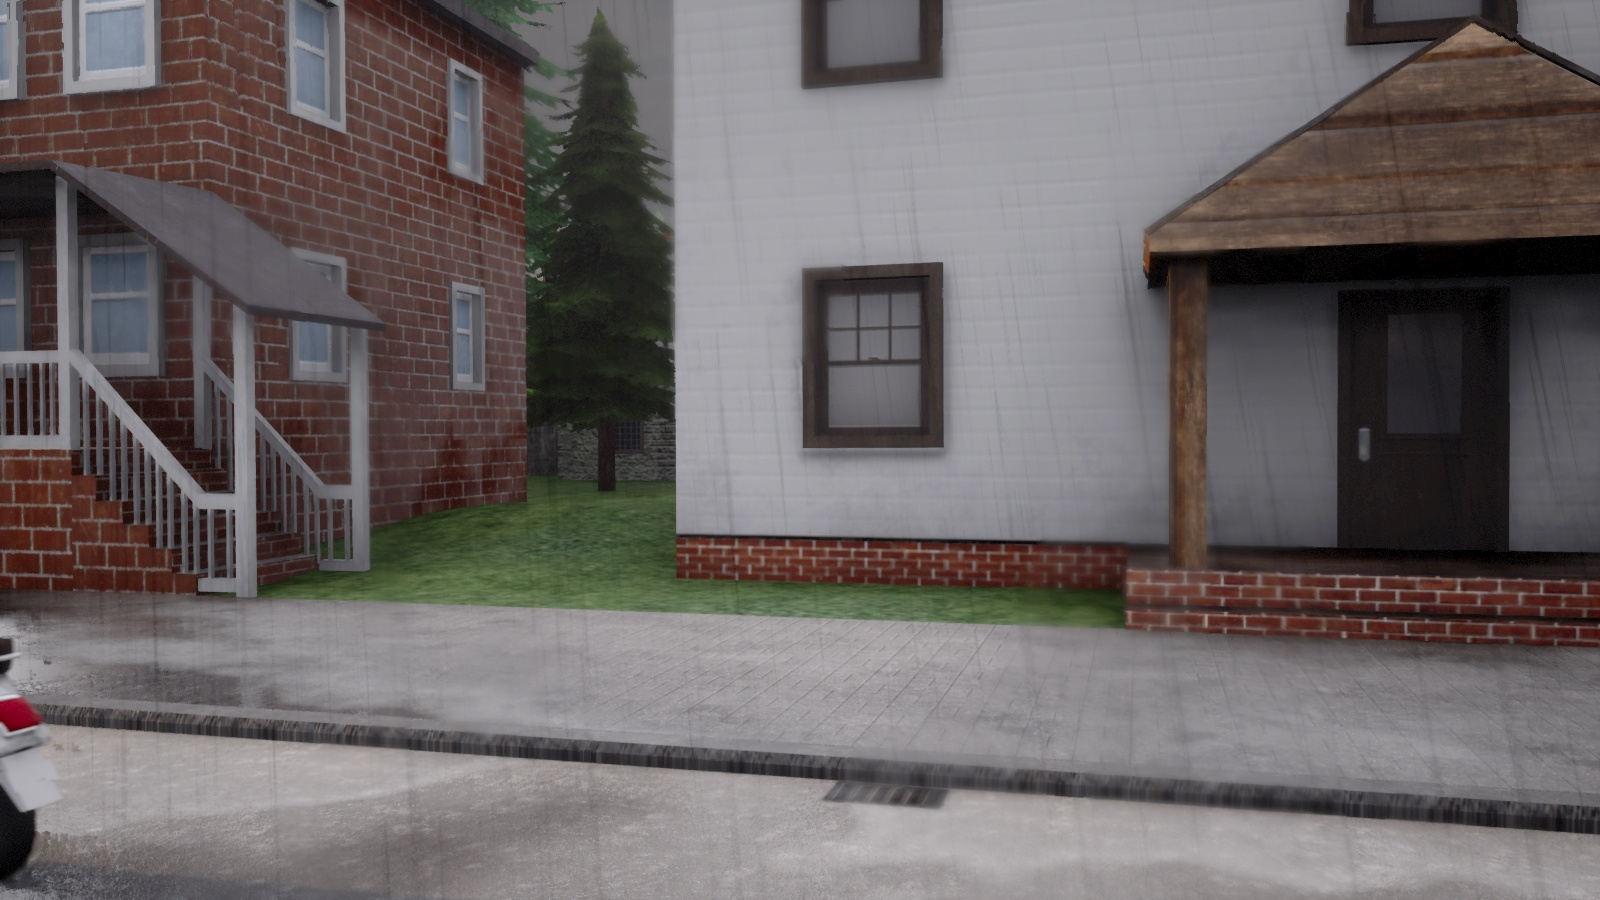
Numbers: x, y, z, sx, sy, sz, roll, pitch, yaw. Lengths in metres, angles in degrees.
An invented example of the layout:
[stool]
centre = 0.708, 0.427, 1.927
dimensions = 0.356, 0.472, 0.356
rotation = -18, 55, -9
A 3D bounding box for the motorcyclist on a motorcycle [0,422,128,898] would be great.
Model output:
[motorcyclist on a motorcycle]
centre = -3.518, 0.694, 4.533
dimensions = 1.817, 1.590, 0.866
rotation = 0, 1, 15
